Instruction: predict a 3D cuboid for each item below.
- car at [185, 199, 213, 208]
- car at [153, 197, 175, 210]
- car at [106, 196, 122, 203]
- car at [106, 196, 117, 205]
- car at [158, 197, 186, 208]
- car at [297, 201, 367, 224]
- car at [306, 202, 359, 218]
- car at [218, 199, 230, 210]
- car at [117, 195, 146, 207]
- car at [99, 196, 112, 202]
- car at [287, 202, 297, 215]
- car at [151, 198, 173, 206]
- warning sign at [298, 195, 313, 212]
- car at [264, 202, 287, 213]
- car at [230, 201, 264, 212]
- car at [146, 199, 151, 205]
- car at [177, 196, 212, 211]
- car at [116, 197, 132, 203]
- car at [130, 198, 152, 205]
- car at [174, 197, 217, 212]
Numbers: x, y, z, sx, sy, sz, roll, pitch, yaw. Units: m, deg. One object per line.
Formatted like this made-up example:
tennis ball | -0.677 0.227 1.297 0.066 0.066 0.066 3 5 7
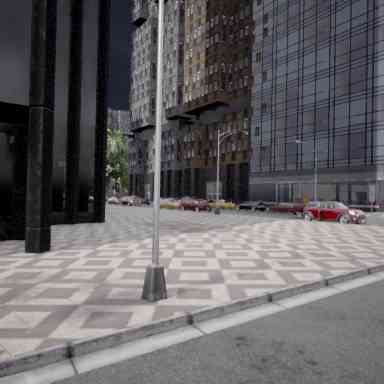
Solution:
car | 0.954 1.724 50.467 2.008 1.369 4.403 2 -1 -35
car | -2.713 1.470 40.922 1.752 1.417 4.829 2 -1 -35
car | -18.232 1.701 77.429 1.752 1.417 4.829 2 -1 -35
car | -12.358 1.533 54.473 1.802 1.307 4.206 2 -1 -35
car | -3.210 1.594 51.630 2.128 1.511 4.902 2 -1 -35
car | 9.900 1.371 23.203 1.967 1.590 4.097 2 -1 -36
car | 13.678 1.726 32.585 1.947 1.339 4.313 2 -1 -35
car | 4.037 1.695 46.136 1.752 1.417 4.829 2 -1 -35
car | -9.173 1.390 50.004 1.967 1.590 4.097 2 -1 -35
car | -21.316 1.757 81.760 1.802 1.307 4.206 2 -1 -35
car | 10.565 1.481 26.860 1.882 1.535 5.008 2 -1 -36
car | -5.409 1.727 59.408 2.008 1.369 4.403 2 -1 -35
warning sign | 12.855 1.339 37.739 1.300 1.860 1.060 2 -1 -35
car | 10.497 1.745 37.055 1.802 1.307 4.206 2 -1 -35
car | 7.316 1.732 41.526 1.947 1.339 4.313 2 -1 -35
car | -8.815 1.242 54.274 1.837 1.490 4.892 2 -1 -35
car | 0.280 1.366 41.327 2.097 1.767 4.553 2 -1 -35
car | -14.953 1.742 72.819 1.947 1.339 4.313 2 -1 -35
car | -9.296 1.705 60.105 1.895 1.301 4.718 2 -1 -35
car | 0.370 1.486 36.589 1.887 1.381 4.507 2 -1 -35
